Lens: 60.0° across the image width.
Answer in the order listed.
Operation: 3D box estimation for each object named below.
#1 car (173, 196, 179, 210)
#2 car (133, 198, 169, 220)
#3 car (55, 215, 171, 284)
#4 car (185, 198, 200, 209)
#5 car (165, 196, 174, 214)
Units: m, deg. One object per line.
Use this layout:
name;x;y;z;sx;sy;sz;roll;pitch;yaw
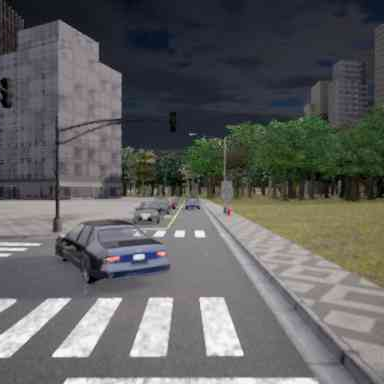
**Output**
car;-3.070;1.430;43.125;1.882;1.535;5.008;0;0;0
car;-3.102;1.468;24.459;2.128;1.511;4.902;0;0;0
car;-2.584;1.543;9.760;2.033;1.411;5.357;0;0;-33
car;0.073;1.499;44.387;2.033;1.411;5.357;0;0;0
car;-3.099;1.470;33.674;1.837;1.490;4.892;0;0;0
